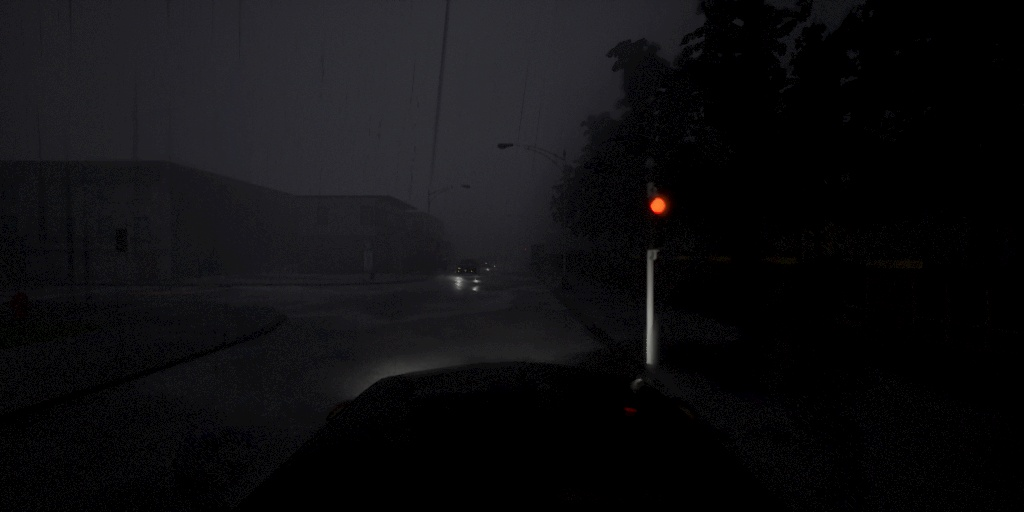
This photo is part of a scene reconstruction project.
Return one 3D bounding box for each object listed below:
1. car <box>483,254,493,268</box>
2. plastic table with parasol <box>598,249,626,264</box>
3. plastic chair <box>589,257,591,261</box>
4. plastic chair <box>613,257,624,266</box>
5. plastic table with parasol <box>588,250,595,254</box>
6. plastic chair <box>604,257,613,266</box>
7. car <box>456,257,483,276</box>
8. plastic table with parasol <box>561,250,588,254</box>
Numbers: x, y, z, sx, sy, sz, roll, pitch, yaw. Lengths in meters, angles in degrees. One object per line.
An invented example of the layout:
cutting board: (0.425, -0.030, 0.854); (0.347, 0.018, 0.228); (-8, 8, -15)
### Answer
car: (-4.036, 0.865, 50.208); (1.837, 1.490, 4.892); (0, 0, 0)
plastic table with parasol: (15.338, 0.265, 55.116); (2.482, 2.480, 2.482); (0, 0, -40)
plastic chair: (13.770, 0.816, 62.443); (0.730, 1.272, 0.750); (0, 0, -35)
plastic chair: (16.070, 0.875, 54.117); (0.750, 1.272, 0.730); (0, 0, -40)
plastic table with parasol: (14.722, 0.177, 63.330); (2.482, 2.480, 2.482); (0, 0, -42)
plastic chair: (14.364, 0.884, 54.215); (0.730, 1.272, 0.750); (0, 0, -35)
car: (-4.066, 0.996, 33.679); (1.837, 1.490, 4.892); (0, 1, 0)
plastic table with parasol: (10.021, 0.232, 57.859); (2.482, 2.480, 2.482); (0, 0, -40)
